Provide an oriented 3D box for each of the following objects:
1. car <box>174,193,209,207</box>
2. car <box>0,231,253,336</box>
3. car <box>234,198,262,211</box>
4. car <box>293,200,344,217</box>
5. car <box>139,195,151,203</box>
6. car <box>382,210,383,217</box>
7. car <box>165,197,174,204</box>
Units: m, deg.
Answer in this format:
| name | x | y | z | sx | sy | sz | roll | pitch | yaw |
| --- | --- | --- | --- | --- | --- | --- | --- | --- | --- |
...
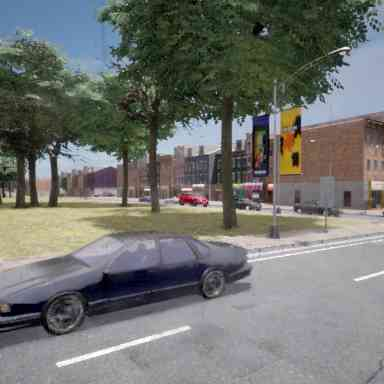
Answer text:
| name | x | y | z | sx | sy | sz | roll | pitch | yaw |
| --- | --- | --- | --- | --- | --- | --- | --- | --- | --- |
| car | 0.151 | 1.136 | 49.165 | 2.150 | 2.045 | 5.566 | 1 | 0 | -35 |
| car | -1.142 | 1.549 | 6.869 | 5.357 | 1.411 | 2.033 | 0 | 0 | -35 |
| car | 6.352 | 1.496 | 40.431 | 1.837 | 1.490 | 4.892 | 1 | 0 | -35 |
| car | 12.178 | 1.588 | 32.240 | 1.837 | 1.490 | 4.892 | 1 | 0 | -35 |
| car | -8.777 | 1.401 | 66.595 | 2.033 | 1.411 | 5.357 | 1 | 0 | -35 |
| car | 18.942 | 1.663 | 28.120 | 4.902 | 1.511 | 2.128 | 0 | 0 | 35 |
| car | -2.909 | 1.488 | 58.441 | 1.895 | 1.301 | 4.718 | 1 | 0 | -35 |
